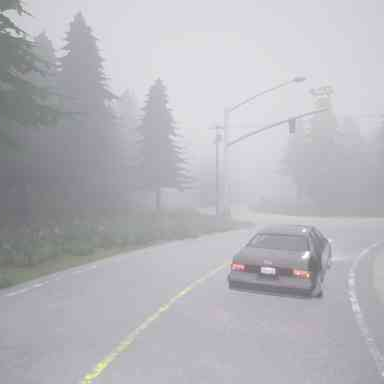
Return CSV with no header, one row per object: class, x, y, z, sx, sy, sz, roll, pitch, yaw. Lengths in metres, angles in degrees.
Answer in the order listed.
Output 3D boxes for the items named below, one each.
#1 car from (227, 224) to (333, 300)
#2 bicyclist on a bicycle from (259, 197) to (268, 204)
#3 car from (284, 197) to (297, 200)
car,2.523,1.547,8.629,2.033,1.411,5.357,0,0,25
bicyclist on a bicycle,8.614,1.480,40.147,1.656,1.620,0.582,0,0,-1
car,19.591,1.590,65.547,4.181,1.385,1.994,0,0,-44
